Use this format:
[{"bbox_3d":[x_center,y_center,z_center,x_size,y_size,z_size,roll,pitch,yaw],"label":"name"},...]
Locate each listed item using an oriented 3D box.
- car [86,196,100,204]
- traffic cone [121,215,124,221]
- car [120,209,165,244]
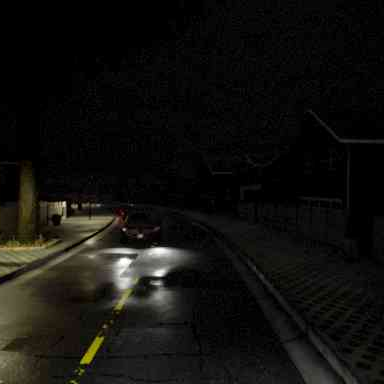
[{"bbox_3d":[-20.256,1.670,67.821,2.128,1.511,4.902,0,0,-34],"label":"car"},{"bbox_3d":[-4.906,2.039,22.622,0.340,0.580,0.340,0,0,-8],"label":"traffic cone"},{"bbox_3d":[-2.326,1.564,16.096,1.812,1.442,4.674,0,0,-5],"label":"car"}]
